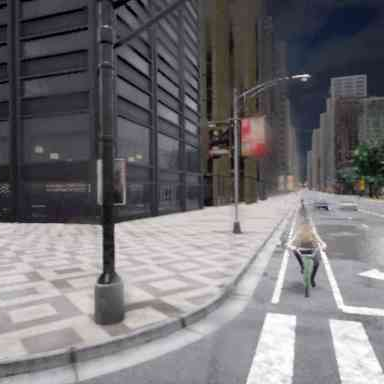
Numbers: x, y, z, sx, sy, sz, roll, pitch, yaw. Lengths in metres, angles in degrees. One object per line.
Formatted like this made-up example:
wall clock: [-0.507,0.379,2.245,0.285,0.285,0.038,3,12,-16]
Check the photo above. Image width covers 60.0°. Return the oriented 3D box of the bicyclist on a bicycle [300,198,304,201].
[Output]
bicyclist on a bicycle: [15.037,1.625,45.376,0.582,1.620,1.656,-1,0,18]

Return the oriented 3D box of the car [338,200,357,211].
car: [20.054,1.720,43.022,1.895,1.301,4.718,-1,0,18]

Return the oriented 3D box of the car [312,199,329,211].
car: [16.977,1.696,44.067,2.033,1.411,5.357,-1,0,18]

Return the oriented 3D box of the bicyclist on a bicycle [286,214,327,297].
bicyclist on a bicycle: [2.583,1.420,7.512,0.866,1.612,1.509,-1,0,18]

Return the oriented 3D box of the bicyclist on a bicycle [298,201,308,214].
bicyclist on a bicycle: [6.241,1.477,18.659,0.582,1.620,1.656,-1,0,18]
